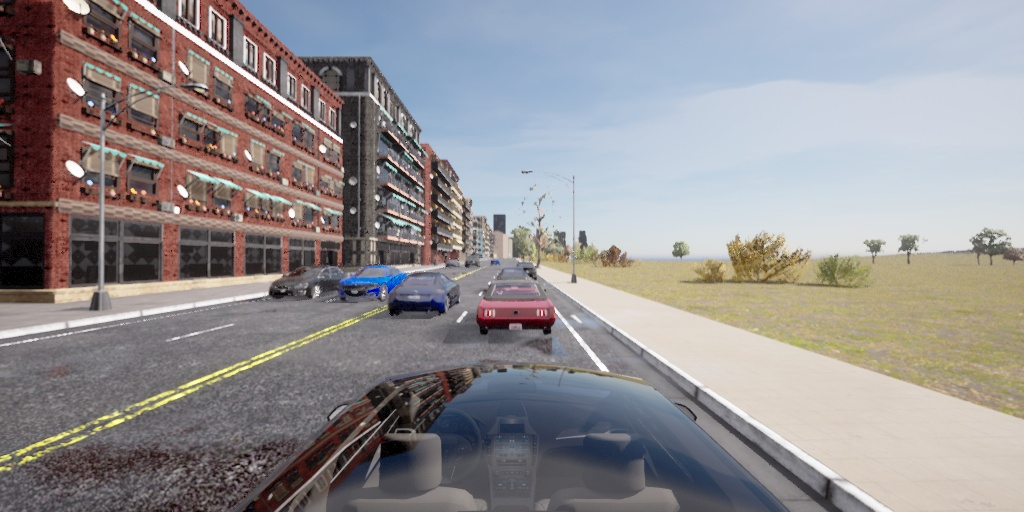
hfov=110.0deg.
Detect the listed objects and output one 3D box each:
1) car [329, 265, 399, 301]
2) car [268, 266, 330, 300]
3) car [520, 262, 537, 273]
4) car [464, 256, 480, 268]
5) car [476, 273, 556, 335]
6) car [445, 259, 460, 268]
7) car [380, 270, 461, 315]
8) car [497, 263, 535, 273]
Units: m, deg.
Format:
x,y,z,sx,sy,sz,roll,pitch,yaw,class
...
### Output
x,y,z,sx,sy,sz,roll,pitch,yaw,class
-6.624,1.225,17.559,1.882,1.535,5.008,0,0,0,car
-9.875,1.252,17.864,1.837,1.490,4.892,0,0,0,car
1.095,1.249,30.541,1.837,1.490,4.892,0,0,0,car
-6.665,0.956,60.628,2.150,2.045,5.566,0,0,0,car
0.089,1.349,10.518,1.895,1.301,4.718,0,0,0,car
-9.915,1.280,59.987,2.033,1.411,5.357,0,0,0,car
-3.166,1.312,13.618,1.994,1.385,4.181,0,0,0,car
0.065,1.310,20.549,1.994,1.385,4.181,0,0,0,car
